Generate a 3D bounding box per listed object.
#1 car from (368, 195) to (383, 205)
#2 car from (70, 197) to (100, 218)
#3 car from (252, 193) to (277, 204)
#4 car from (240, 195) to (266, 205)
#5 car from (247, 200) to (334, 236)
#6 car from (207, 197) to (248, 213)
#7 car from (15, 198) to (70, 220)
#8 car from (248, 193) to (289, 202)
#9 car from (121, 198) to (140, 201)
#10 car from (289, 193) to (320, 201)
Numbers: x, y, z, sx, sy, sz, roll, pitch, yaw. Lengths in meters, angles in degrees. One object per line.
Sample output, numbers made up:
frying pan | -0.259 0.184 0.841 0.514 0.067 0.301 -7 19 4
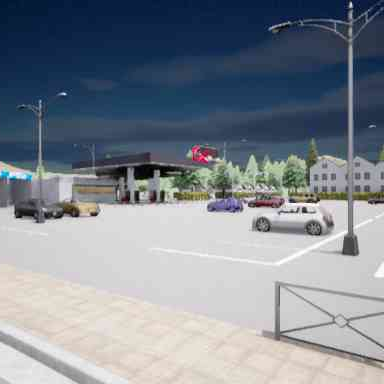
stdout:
car | 29.227 1.260 50.448 4.514 1.523 2.007 0 0 36
car | -9.954 1.291 27.969 5.027 1.636 2.152 0 0 36
car | 12.623 1.041 58.019 3.866 1.878 1.905 0 0 36
car | 10.172 1.325 55.692 3.806 1.475 1.970 0 0 36
car | 5.048 1.342 16.862 3.806 1.475 1.970 0 0 36
car | 3.223 1.280 33.027 3.633 1.501 1.845 0 0 36
car | -11.758 1.300 25.403 4.514 1.523 2.007 0 0 36
car | 9.140 1.260 41.080 4.514 1.523 2.007 0 0 36
car | -14.539 1.450 78.478 2.242 1.667 4.611 0 0 36
car | 17.049 1.060 50.731 4.605 1.855 1.932 0 0 36
